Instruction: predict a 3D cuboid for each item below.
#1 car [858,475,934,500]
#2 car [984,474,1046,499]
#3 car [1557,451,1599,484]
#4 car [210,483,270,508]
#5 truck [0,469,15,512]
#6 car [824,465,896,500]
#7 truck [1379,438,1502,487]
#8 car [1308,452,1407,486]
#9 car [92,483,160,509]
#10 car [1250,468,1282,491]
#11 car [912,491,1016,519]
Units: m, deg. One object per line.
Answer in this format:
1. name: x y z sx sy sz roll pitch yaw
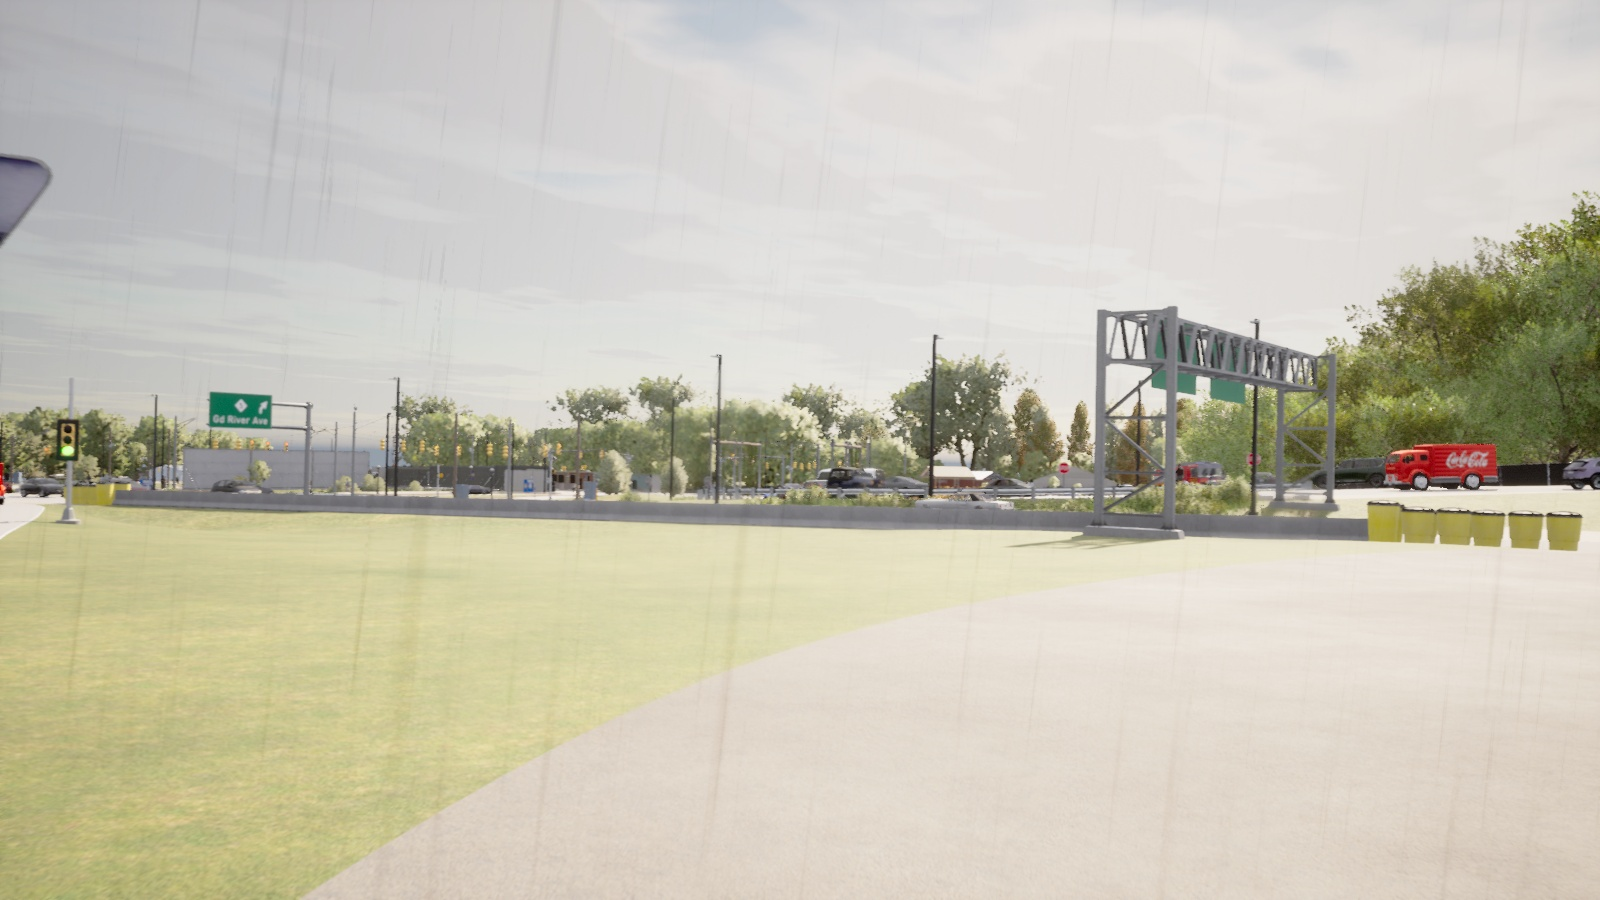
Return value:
1. car: 5.791 2.253 75.779 4.181 1.385 1.994 -3 -4 42
2. car: 15.808 2.715 92.279 3.988 1.617 1.851 -4 -3 35
3. car: 41.826 0.848 64.319 4.856 1.649 2.033 -1 -1 -1
4. car: -37.399 3.030 83.834 3.988 1.617 1.851 -1 -1 34
5. truck: -47.510 2.350 73.143 2.627 2.467 5.204 1 -2 -36
6. car: 3.441 1.897 72.780 3.866 1.878 1.905 -3 -3 44
7. truck: 34.420 0.664 67.646 5.204 2.467 2.627 -1 -1 0
8. car: 36.814 1.272 83.044 5.566 2.045 2.150 -3 -2 36
9. car: -45.772 3.112 85.248 4.856 1.649 2.033 -1 -1 34
10. car: 34.303 2.185 92.356 1.789 1.549 3.705 -1 -4 27
11. car: 8.028 2.670 61.711 4.718 1.301 1.895 -1 -1 34
